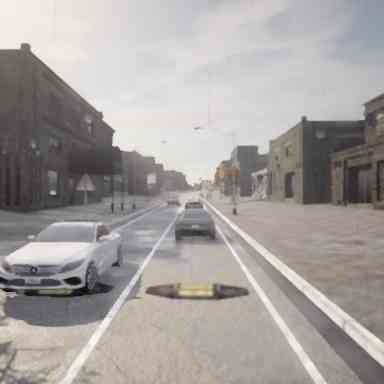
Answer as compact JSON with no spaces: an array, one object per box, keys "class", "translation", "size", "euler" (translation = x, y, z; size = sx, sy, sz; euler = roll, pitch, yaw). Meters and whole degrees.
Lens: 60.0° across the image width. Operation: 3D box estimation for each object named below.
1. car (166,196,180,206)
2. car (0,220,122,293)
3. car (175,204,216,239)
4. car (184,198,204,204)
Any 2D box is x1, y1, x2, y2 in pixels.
[{"class":"car","translation":[-2.882,1.334,51.672],"size":[1.837,1.490,4.892],"euler":[0,0,1]},{"class":"car","translation":[-3.050,1.485,8.696],"size":[1.812,1.442,4.674],"euler":[0,-2,0]},{"class":"car","translation":[0.159,1.545,17.189],"size":[1.994,1.385,4.181],"euler":[0,0,0]},{"class":"car","translation":[0.224,1.413,35.019],"size":[2.128,1.511,4.902],"euler":[0,0,0]}]
